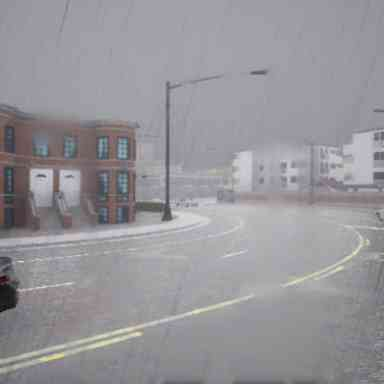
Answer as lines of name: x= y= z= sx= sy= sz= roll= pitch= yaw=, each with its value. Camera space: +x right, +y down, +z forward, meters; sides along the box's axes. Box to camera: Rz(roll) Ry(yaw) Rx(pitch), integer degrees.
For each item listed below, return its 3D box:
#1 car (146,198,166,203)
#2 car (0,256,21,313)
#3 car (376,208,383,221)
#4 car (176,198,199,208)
car: x=-5.698 y=1.634 z=51.903 sx=1.812 sy=1.442 sz=4.674 roll=0 pitch=0 yaw=-33
car: x=-5.055 y=1.519 z=4.707 sx=4.674 sy=1.442 sz=1.812 roll=0 pitch=0 yaw=-36
car: x=16.241 y=1.646 z=26.034 sx=1.812 sy=1.442 sz=4.674 roll=0 pitch=0 yaw=4
car: x=-0.778 y=1.648 z=50.833 sx=1.812 sy=1.442 sz=4.674 roll=0 pitch=0 yaw=-33
